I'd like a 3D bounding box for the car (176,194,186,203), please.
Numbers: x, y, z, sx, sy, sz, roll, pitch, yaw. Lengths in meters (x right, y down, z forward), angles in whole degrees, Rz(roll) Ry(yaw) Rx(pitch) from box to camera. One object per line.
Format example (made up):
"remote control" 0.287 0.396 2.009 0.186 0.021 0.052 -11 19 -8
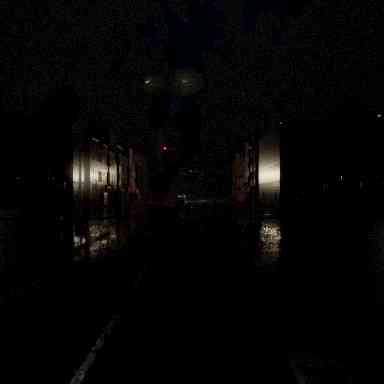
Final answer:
"car" -2.637 1.532 60.807 1.967 1.590 4.097 0 0 0

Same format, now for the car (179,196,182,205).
"car" -2.636 1.592 43.990 1.887 1.381 4.507 0 0 0

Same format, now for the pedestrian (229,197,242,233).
"pedestrian" 2.212 1.150 16.924 0.375 1.860 0.375 0 0 0

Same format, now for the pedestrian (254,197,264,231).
"pedestrian" 3.471 1.145 17.525 0.375 1.860 0.375 0 0 0

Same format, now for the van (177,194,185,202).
"van" -2.638 1.488 77.624 1.690 1.788 3.998 0 0 0

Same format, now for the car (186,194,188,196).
"car" -2.638 1.443 72.018 2.192 1.841 5.009 0 0 0

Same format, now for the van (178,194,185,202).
"van" -2.639 1.508 83.229 1.690 1.788 3.998 0 0 0

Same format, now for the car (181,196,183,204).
"car" -2.637 1.642 49.596 1.802 1.307 4.206 0 0 0

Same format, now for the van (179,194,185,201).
"van" -2.639 1.529 88.835 1.690 1.788 3.998 0 0 0

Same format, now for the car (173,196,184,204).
"car" -2.638 1.549 66.412 1.967 1.590 4.097 0 0 0

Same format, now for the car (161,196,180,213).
"car" -2.635 1.561 38.216 1.752 1.417 4.829 0 0 0
